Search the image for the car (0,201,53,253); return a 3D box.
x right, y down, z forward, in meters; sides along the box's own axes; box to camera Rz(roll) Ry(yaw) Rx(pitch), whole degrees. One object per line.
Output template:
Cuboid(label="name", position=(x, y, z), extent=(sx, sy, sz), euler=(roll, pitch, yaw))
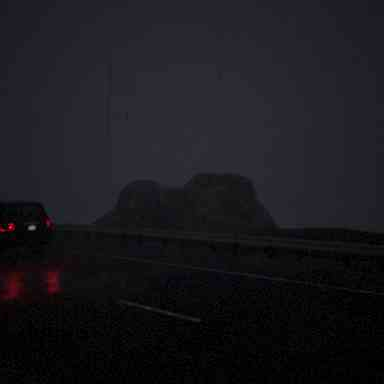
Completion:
Cuboid(label="car", position=(-7.928, 1.370, 13.144), extent=(5.566, 2.045, 2.150), euler=(0, 0, 31))
